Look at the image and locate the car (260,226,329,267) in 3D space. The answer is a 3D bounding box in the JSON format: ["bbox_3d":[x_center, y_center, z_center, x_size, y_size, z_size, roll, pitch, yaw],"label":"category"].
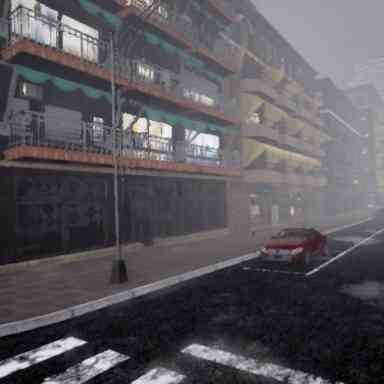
[{"bbox_3d":[4.202,2.052,13.253,1.802,1.307,4.206,-5,-4,36],"label":"car"}]

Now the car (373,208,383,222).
[{"bbox_3d":[20.703,2.532,35.883,1.802,1.307,4.206,-5,-4,36],"label":"car"}]
